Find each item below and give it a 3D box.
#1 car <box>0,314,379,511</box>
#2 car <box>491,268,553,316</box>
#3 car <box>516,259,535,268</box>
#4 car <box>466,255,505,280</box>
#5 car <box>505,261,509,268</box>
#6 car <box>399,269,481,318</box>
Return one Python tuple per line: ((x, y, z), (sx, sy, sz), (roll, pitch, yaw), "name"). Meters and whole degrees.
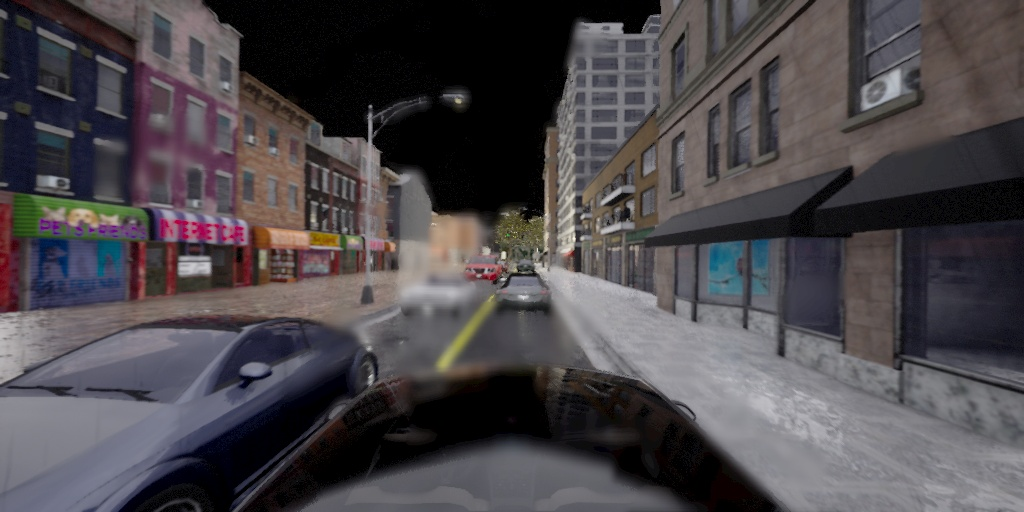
((-2.856, 1.273, 3.224), (1.994, 1.385, 4.181), (1, 0, 2), "car")
((0.479, 1.319, 13.553), (1.994, 1.385, 4.181), (1, 0, 2), "car")
((1.607, 1.131, 42.429), (2.097, 1.767, 4.553), (1, 0, 2), "car")
((-1.963, 0.943, 25.965), (2.150, 2.045, 5.566), (1, 0, 3), "car")
((-1.350, 1.249, 39.736), (1.882, 1.535, 5.008), (1, 0, 2), "car")
((-2.475, 1.314, 13.077), (1.895, 1.301, 4.718), (1, 0, 2), "car")
